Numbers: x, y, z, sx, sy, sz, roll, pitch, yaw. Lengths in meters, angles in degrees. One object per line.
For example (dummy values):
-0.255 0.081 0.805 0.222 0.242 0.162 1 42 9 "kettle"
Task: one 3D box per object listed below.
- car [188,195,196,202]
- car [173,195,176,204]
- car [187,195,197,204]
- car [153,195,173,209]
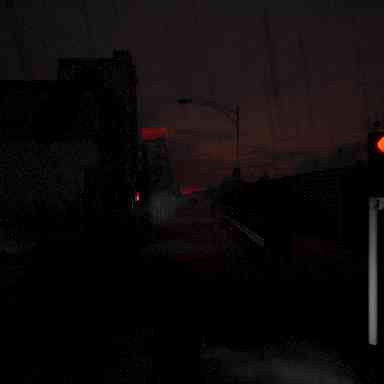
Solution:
-0.041 1.524 79.672 1.812 1.442 4.674 0 0 0 "car"
-4.117 1.601 53.600 1.895 1.301 4.718 0 0 0 "car"
0.065 1.477 66.255 1.882 1.535 5.008 0 0 0 "car"
-4.118 1.491 44.316 2.128 1.511 4.902 0 0 0 "car"
